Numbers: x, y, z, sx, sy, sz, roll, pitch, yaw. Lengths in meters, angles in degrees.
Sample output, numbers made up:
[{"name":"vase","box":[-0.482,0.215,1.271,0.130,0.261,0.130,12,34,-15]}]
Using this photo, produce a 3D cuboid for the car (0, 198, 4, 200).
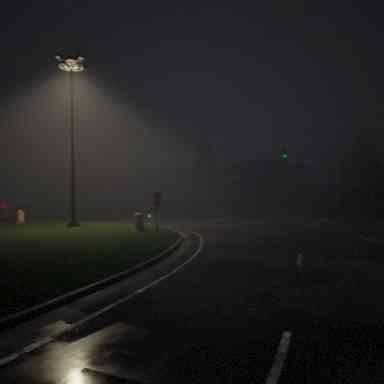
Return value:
[{"name":"car","box":[-36.978,2.175,61.996,5.566,2.045,2.150,-1,-1,34]}]

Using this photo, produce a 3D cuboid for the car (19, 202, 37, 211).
[{"name":"car","box":[-28.314,2.405,56.270,5.008,1.535,1.882,-1,-1,34]}]

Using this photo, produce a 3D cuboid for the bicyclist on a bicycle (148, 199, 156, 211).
[{"name":"bicyclist on a bicycle","box":[-5.565,1.766,45.899,0.582,1.620,1.656,-1,0,34]}]

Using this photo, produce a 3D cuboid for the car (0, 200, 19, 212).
[{"name":"car","box":[-30.347,2.464,53.422,4.674,1.442,1.812,-1,-1,35]}]
